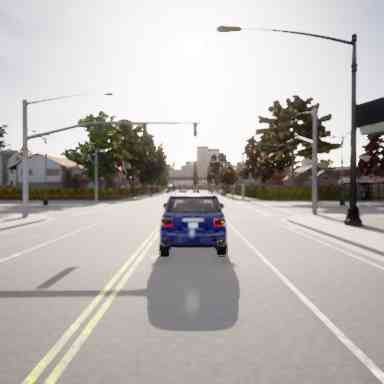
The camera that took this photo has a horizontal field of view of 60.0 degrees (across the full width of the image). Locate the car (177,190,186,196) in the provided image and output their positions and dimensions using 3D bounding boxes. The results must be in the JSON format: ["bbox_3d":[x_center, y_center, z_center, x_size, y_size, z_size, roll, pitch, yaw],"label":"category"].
[{"bbox_3d":[-2.531,0.246,81.497,1.882,1.535,5.008,0,1,0],"label":"car"}]

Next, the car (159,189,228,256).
[{"bbox_3d":[0.057,1.031,12.400,2.150,2.045,5.566,0,1,0],"label":"car"}]

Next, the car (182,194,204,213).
[{"bbox_3d":[0.173,1.007,31.064,1.882,1.535,5.008,0,1,1],"label":"car"}]
